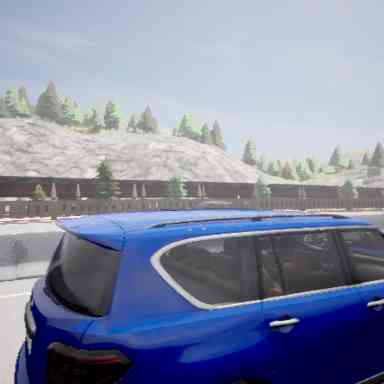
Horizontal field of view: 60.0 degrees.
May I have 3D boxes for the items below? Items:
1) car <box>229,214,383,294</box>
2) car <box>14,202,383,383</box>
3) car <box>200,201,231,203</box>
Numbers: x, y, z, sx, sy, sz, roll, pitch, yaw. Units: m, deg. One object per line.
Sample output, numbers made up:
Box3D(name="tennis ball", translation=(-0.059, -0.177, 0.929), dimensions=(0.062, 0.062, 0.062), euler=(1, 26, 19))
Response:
Box3D(name="car", translation=(3.568, 1.506, 9.309), dimensions=(4.892, 1.490, 1.837), euler=(0, 0, -29))
Box3D(name="car", translation=(1.080, 1.221, 3.886), dimensions=(5.566, 2.045, 2.150), euler=(0, 0, -29))
Box3D(name="car", translation=(1.037, 1.353, 20.060), dimensions=(4.553, 1.767, 2.097), euler=(0, 0, -28))
